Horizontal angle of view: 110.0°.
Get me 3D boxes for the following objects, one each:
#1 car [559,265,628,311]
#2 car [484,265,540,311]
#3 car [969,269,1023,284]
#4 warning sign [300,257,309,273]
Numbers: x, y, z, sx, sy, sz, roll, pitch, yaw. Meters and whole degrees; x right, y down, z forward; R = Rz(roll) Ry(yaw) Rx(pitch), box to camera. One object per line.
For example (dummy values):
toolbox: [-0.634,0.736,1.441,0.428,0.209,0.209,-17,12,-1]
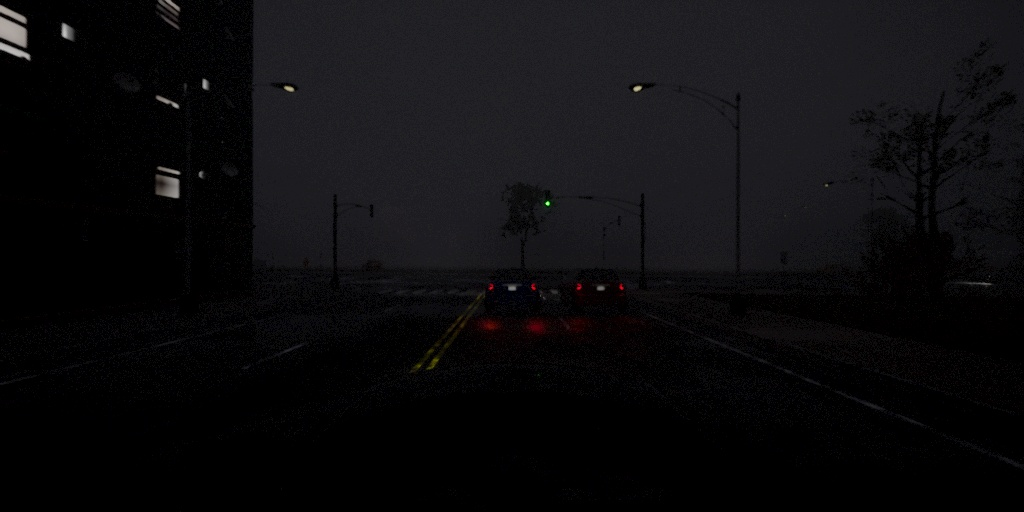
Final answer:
car: [3.278,1.230,15.270,2.097,1.767,4.553,0,-1,1]
car: [0.028,1.230,15.270,2.097,1.767,4.553,0,-1,1]
car: [49.082,2.050,36.109,4.181,1.385,1.994,1,0,2]
warning sign: [-23.459,0.970,40.798,1.060,1.860,1.300,0,0,1]
